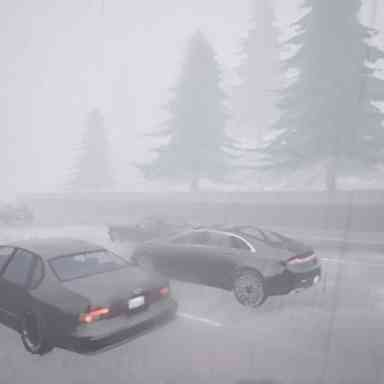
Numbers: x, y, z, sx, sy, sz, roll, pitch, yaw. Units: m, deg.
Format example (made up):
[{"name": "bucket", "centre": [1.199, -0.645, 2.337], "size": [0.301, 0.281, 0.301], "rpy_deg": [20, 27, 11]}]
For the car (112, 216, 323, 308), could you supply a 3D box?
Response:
[{"name": "car", "centre": [0.550, 1.538, 8.097], "size": [4.902, 1.511, 2.128], "rpy_deg": [0, 0, 37]}]

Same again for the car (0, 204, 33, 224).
[{"name": "car", "centre": [-14.162, 1.674, 26.346], "size": [2.128, 1.511, 4.902], "rpy_deg": [0, 0, -43]}]

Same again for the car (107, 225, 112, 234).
[{"name": "car", "centre": [-1.561, 1.688, 14.246], "size": [4.718, 1.301, 1.895], "rpy_deg": [0, 0, 40]}]

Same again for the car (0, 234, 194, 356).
[{"name": "car", "centre": [-2.740, 1.590, 6.172], "size": [5.357, 1.411, 2.033], "rpy_deg": [0, 0, 38]}]
